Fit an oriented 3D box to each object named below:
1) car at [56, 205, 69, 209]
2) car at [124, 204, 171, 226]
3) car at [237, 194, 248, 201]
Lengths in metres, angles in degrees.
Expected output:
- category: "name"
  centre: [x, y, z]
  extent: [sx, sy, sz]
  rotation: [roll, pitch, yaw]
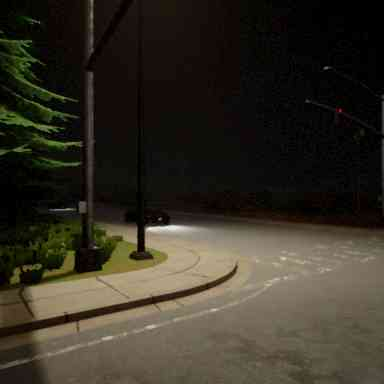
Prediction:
- category: "car"
  centre: [-18.326, 1.568, 45.613]
  extent: [2.033, 1.411, 5.357]
  rotation: [0, 0, -34]
- category: "car"
  centre: [-3.210, 1.584, 23.398]
  extent: [1.994, 1.385, 4.181]
  rotation: [0, 0, -34]
- category: "car"
  centre: [11.305, 1.315, 79.996]
  extent: [4.553, 1.767, 2.097]
  rotation: [0, 0, -32]
